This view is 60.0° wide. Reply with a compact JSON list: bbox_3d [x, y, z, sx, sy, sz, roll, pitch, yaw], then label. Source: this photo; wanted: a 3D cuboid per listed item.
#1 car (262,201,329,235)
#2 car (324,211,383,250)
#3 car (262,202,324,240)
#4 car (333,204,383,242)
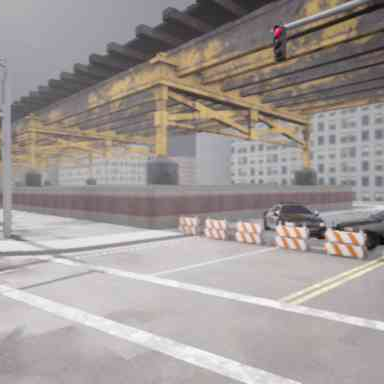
[{"bbox_3d":[4.715,1.105,15.824,1.853,1.218,4.536,0,1,1],"label":"car"},{"bbox_3d":[7.831,1.283,12.379,4.974,1.542,2.038,0,1,11],"label":"car"},{"bbox_3d":[4.715,1.263,15.774,2.038,1.542,4.974,0,1,1],"label":"car"},{"bbox_3d":[7.881,1.125,12.367,4.536,1.218,1.853,0,1,11],"label":"car"}]
